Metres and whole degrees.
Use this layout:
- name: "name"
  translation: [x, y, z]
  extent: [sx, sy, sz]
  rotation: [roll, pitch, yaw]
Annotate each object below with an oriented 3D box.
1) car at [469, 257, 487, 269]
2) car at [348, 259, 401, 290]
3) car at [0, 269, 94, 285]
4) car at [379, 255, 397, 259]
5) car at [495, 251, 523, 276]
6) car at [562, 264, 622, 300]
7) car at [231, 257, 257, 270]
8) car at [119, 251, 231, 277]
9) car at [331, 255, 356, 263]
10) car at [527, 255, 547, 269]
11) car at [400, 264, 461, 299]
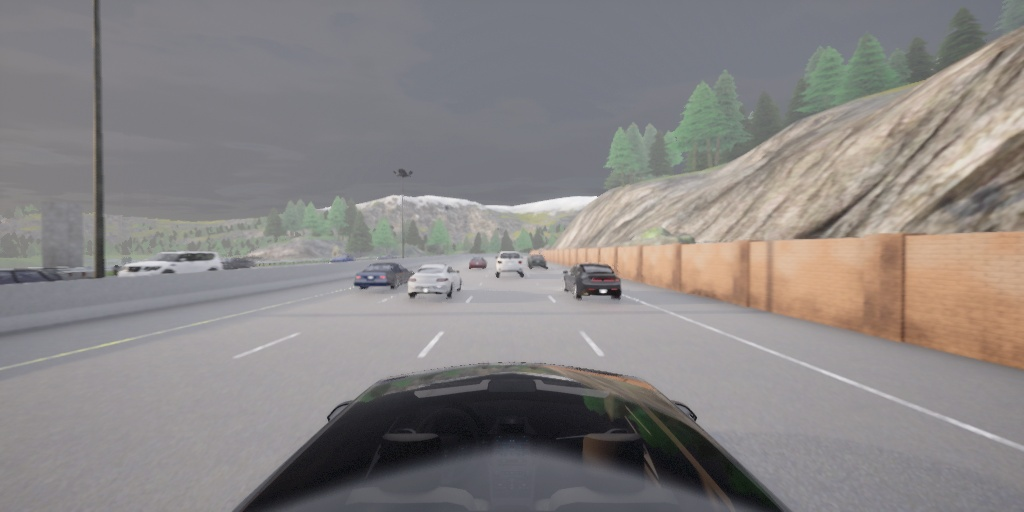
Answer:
- name: "car"
  translation: [-4.114, 0.799, 43.867]
  extent: [1.994, 1.385, 4.181]
  rotation: [0, 1, -1]
- name: "car"
  translation: [-6.978, 1.069, 20.036]
  extent: [2.033, 1.411, 5.357]
  rotation: [0, 1, -1]
- name: "car"
  translation: [-17.632, 1.155, 12.078]
  extent: [2.033, 1.411, 5.357]
  rotation: [0, 1, 0]
- name: "car"
  translation: [-18.489, 0.671, 53.653]
  extent: [1.994, 1.385, 4.181]
  rotation: [0, 1, -1]
- name: "car"
  translation: [-0.238, 0.621, 30.658]
  extent: [2.150, 2.045, 5.566]
  rotation: [0, 1, -2]
- name: "car"
  translation: [3.517, 1.082, 16.355]
  extent: [1.837, 1.490, 4.892]
  rotation: [0, 1, -1]
- name: "car"
  translation: [-28.612, 0.846, 36.589]
  extent: [2.033, 1.411, 5.357]
  rotation: [0, 1, -1]
- name: "car"
  translation: [-21.295, 0.697, 22.825]
  extent: [2.150, 2.045, 5.566]
  rotation: [0, 0, -1]
- name: "car"
  translation: [-25.504, 0.565, 54.406]
  extent: [1.882, 1.535, 5.008]
  rotation: [0, 1, -1]
- name: "car"
  translation: [2.907, 0.601, 43.215]
  extent: [2.097, 1.767, 4.553]
  rotation: [0, 1, -1]
- name: "car"
  translation: [-3.480, 1.092, 16.603]
  extent: [1.812, 1.442, 4.674]
  rotation: [0, 1, -1]
